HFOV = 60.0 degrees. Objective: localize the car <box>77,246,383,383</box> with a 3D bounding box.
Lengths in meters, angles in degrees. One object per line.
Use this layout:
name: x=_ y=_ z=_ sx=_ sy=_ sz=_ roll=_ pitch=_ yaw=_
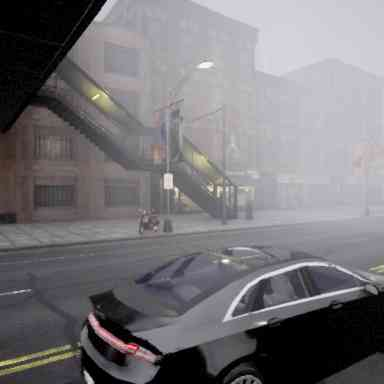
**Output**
car: x=1.069 y=1.488 z=4.386 sx=4.902 sy=1.511 sz=2.128 roll=0 pitch=0 yaw=-34
